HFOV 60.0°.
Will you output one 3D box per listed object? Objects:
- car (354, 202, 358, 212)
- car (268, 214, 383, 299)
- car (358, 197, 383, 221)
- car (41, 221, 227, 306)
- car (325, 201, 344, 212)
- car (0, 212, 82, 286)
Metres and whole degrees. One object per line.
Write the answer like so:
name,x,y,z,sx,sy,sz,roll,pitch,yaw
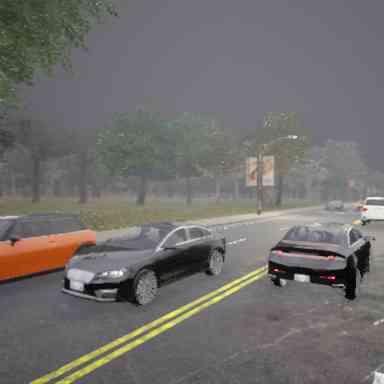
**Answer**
car,23.456,1.876,45.349,1.882,1.535,5.008,0,-1,34
car,3.563,1.545,8.772,2.128,1.511,4.902,0,0,33
car,14.127,1.416,24.889,2.150,2.045,5.566,0,0,33
car,-0.838,1.525,8.351,2.128,1.511,4.902,0,0,33
car,19.493,1.899,45.245,1.812,1.442,4.674,0,-1,34
car,-4.627,1.372,8.499,2.097,1.767,4.553,0,0,33
